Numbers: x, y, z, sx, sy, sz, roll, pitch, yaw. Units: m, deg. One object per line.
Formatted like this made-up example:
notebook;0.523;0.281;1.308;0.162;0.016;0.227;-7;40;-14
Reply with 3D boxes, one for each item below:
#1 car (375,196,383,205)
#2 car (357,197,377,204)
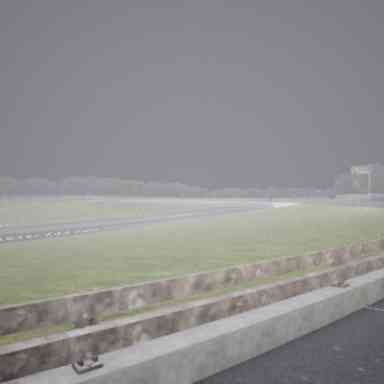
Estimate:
car;46.544;2.079;82.930;2.150;2.045;5.566;0;-1;-3
car;43.046;2.355;82.904;1.837;1.490;4.892;0;-1;-3
